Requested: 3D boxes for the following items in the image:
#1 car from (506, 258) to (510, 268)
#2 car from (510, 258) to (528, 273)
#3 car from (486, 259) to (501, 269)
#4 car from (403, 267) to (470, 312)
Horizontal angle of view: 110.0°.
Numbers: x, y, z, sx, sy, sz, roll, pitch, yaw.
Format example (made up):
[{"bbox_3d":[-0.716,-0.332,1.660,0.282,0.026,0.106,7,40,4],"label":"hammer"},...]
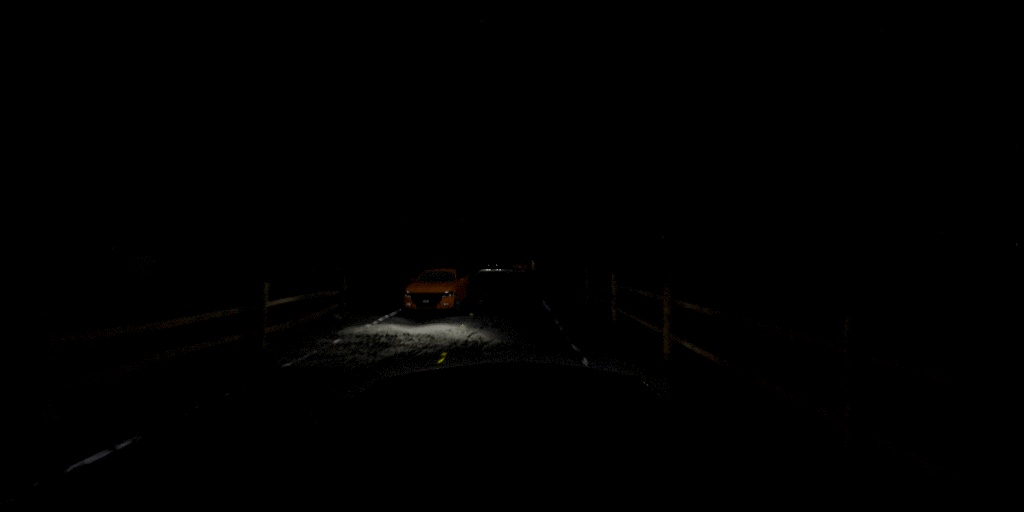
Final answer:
[{"bbox_3d":[0.000,1.333,62.226,2.033,1.411,5.357,0,0,0],"label":"car"},{"bbox_3d":[0.961,1.222,43.653,1.801,1.575,5.366,0,0,0],"label":"car"},{"bbox_3d":[-2.814,1.281,55.113,1.837,1.490,4.892,0,0,0],"label":"car"},{"bbox_3d":[-2.850,1.227,14.346,1.882,1.535,5.008,0,0,0],"label":"car"}]
